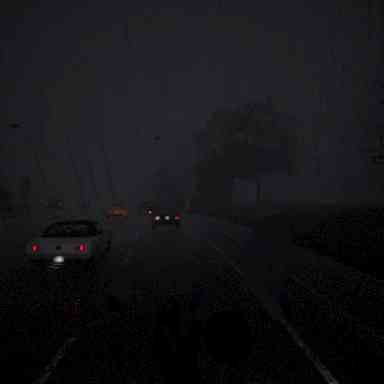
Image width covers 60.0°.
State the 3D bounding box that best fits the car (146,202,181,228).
[{"bbox_3d":[-1.908,1.671,23.056,2.033,1.411,5.357,0,0,-9],"label":"car"}]

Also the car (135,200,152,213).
[{"bbox_3d":[-5.689,1.707,40.033,2.128,1.511,4.902,0,0,-15],"label":"car"}]

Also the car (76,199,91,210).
[{"bbox_3d":[-15.847,1.783,48.363,1.812,1.442,4.674,0,0,-20],"label":"car"}]

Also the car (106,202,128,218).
[{"bbox_3d":[-7.232,1.650,31.981,1.882,1.535,5.008,0,0,-13],"label":"car"}]

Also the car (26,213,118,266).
[{"bbox_3d":[-4.045,1.668,11.849,1.895,1.301,4.718,0,0,-5],"label":"car"}]

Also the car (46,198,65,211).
[{"bbox_3d":[-18.181,1.587,44.352,2.097,1.767,4.553,0,0,-19],"label":"car"}]
